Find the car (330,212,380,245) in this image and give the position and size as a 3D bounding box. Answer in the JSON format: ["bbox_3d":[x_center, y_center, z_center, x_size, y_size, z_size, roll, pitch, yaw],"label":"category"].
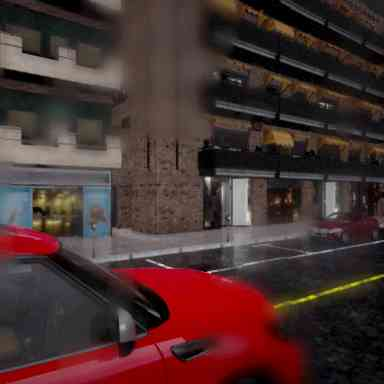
[{"bbox_3d":[7.172,1.582,15.538,4.206,1.307,1.802,0,0,-35],"label":"car"}]

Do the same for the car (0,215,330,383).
[{"bbox_3d":[-1.680,1.216,2.235,5.566,2.045,2.150,0,0,-36],"label":"car"}]
